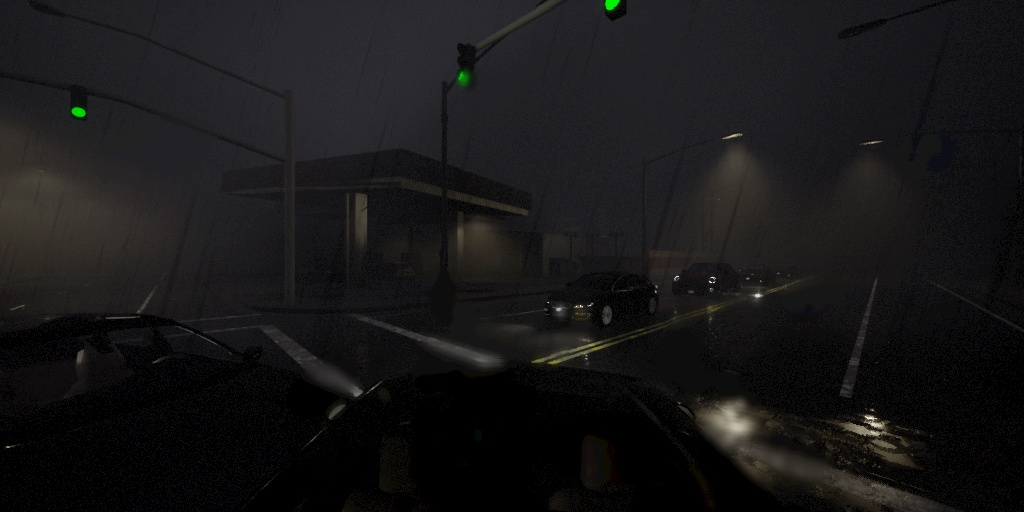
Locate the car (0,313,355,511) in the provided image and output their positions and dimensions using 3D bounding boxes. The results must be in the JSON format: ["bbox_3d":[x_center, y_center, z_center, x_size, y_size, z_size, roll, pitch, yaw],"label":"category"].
[{"bbox_3d":[-3.383,1.242,2.678,4.902,1.511,2.128,0,0,16],"label":"car"}]

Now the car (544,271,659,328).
[{"bbox_3d":[3.053,1.255,11.601,4.892,1.490,1.837,0,0,-44],"label":"car"}]

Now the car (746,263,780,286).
[{"bbox_3d":[17.023,1.314,25.150,1.994,1.385,4.181,0,0,45],"label":"car"}]

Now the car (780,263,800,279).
[{"bbox_3d":[24.261,1.314,32.096,4.181,1.385,1.994,0,0,-44],"label":"car"}]

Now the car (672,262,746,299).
[{"bbox_3d":[9.994,1.102,18.344,4.553,1.767,2.097,0,0,-44],"label":"car"}]
